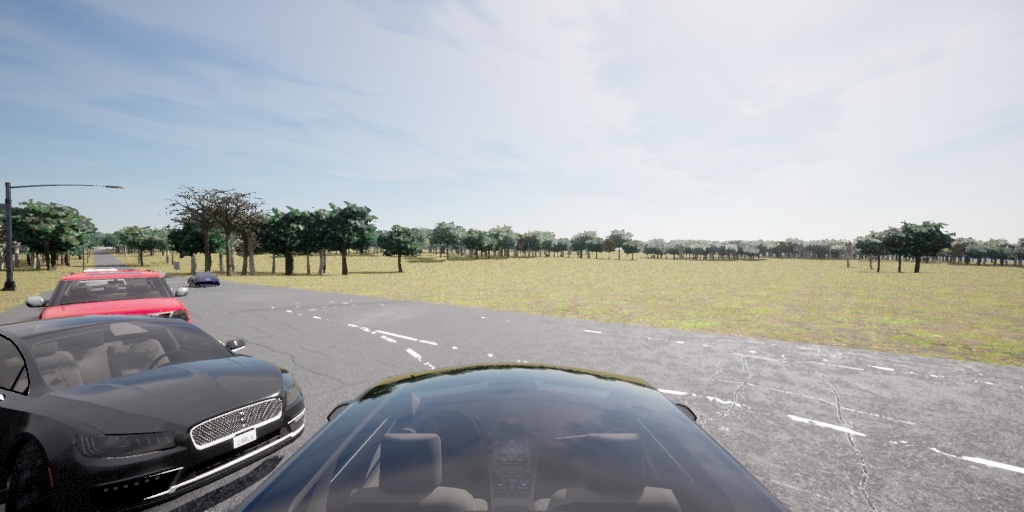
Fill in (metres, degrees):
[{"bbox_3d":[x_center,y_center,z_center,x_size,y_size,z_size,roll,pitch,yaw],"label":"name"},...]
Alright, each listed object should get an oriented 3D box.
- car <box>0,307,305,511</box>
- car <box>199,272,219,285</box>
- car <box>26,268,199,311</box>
[{"bbox_3d":[-4.578,1.445,3.972,4.892,1.490,1.837,-3,-3,21],"label":"car"},{"bbox_3d":[-31.651,2.350,36.780,4.181,1.385,1.994,-2,0,41],"label":"car"},{"bbox_3d":[-9.510,1.385,8.595,5.566,2.045,2.150,-2,0,41],"label":"car"}]
